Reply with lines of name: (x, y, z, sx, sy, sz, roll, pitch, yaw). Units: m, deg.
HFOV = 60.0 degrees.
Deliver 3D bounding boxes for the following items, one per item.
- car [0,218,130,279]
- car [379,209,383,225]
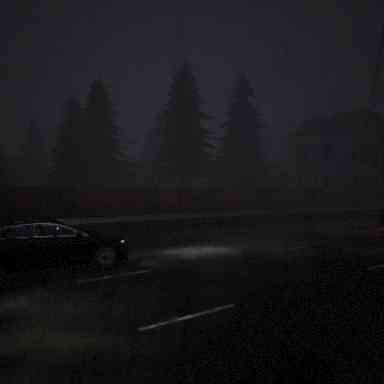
car: (-4.196, 1.490, 9.352, 4.902, 1.511, 2.128, 0, 0, -35)
car: (14.823, 1.465, 22.918, 5.008, 1.535, 1.882, 0, 0, -35)
